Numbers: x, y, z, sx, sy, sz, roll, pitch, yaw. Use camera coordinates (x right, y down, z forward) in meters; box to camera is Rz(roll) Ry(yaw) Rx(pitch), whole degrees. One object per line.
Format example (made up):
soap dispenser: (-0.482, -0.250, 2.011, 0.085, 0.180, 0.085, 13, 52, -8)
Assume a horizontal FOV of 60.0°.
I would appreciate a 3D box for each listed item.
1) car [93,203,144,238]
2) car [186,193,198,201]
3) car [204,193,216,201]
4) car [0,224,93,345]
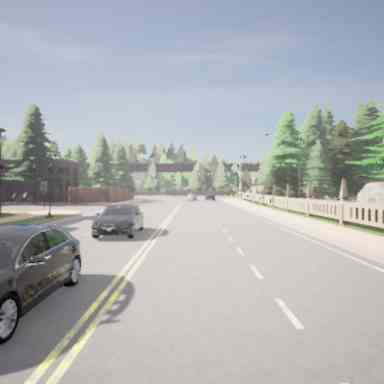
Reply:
car: (-3.569, 1.364, 16.711, 1.837, 1.490, 4.892, 0, 0, 0)
car: (-0.008, 0.988, 64.177, 1.812, 1.442, 4.674, 0, 0, 0)
car: (3.492, 0.964, 64.177, 1.837, 1.490, 4.892, 0, 0, 0)
car: (-3.596, 1.451, 6.342, 1.837, 1.490, 4.892, 0, 0, 0)
